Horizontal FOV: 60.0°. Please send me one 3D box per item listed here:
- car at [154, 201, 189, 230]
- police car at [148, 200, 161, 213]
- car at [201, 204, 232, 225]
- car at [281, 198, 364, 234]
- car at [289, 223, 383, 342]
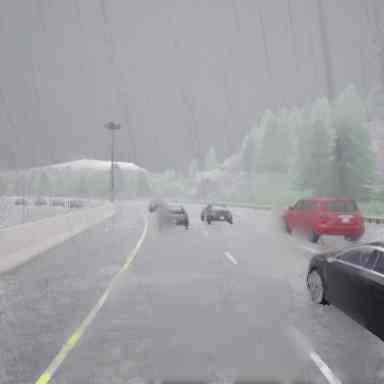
[{"bbox_3d":[-1.311,1.622,22.344,2.128,1.511,4.902,0,0,-6],"label":"car"},{"bbox_3d":[-4.351,1.748,41.074,2.038,1.542,4.974,0,0,-12],"label":"police car"},{"bbox_3d":[1.834,1.667,25.534,1.812,1.442,4.674,0,0,-7],"label":"car"},{"bbox_3d":[6.312,1.302,16.734,2.150,2.045,5.566,0,0,-4],"label":"car"},{"bbox_3d":[3.434,1.514,5.264,2.128,1.511,4.902,0,0,-1],"label":"car"}]
